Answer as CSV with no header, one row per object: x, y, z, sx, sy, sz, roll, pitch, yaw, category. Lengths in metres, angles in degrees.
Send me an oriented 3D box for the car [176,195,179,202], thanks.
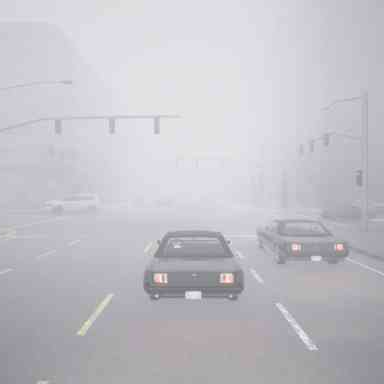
-3.926,1.506,61.212,1.837,1.490,4.892,0,0,1,car

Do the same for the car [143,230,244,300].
0.044,1.601,8.310,1.895,1.301,4.718,0,0,0,car

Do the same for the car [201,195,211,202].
3.303,1.595,77.448,1.895,1.301,4.718,0,0,1,car

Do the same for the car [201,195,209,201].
3.404,1.553,87.423,1.994,1.385,4.181,0,0,1,car

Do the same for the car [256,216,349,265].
3.550,1.601,11.695,1.895,1.301,4.718,0,0,0,car

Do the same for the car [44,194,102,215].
-12.228,1.266,34.478,5.566,2.045,2.150,0,2,-32,car

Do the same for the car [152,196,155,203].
-7.285,1.548,68.987,2.033,1.411,5.357,0,0,1,car

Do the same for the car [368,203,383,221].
3.594,1.221,1.943,2.150,2.045,5.566,0,0,0,car

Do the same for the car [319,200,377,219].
12.634,1.620,27.187,4.181,1.385,1.994,0,0,1,car

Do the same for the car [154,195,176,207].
-4.030,1.547,50.308,2.033,1.411,5.357,0,0,0,car

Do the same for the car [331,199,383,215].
17.213,1.533,34.309,5.008,1.535,1.882,0,0,0,car

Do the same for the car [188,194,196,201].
-0.097,1.355,87.295,2.097,1.767,4.553,0,0,1,car

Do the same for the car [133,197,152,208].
-7.517,1.505,49.048,1.837,1.490,4.892,0,0,0,car
